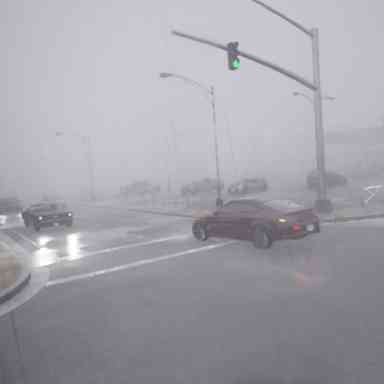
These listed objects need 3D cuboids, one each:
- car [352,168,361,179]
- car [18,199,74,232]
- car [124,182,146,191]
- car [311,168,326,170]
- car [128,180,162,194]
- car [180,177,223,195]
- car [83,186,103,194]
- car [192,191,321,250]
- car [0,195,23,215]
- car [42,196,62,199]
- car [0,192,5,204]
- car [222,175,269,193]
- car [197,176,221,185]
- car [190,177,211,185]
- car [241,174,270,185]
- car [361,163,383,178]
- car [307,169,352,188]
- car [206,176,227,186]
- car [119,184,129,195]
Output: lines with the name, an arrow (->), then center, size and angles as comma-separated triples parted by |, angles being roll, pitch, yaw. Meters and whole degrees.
car -> 23.933, -2.698, 48.525 | 3.806, 1.475, 1.970 | -6, 4, -36
car -> -8.262, 1.331, 18.875 | 1.895, 1.301, 4.718 | -6, 4, -35
car -> -11.270, -1.021, 65.609 | 3.806, 1.475, 1.970 | -6, 4, -36
car -> 17.074, -2.221, 43.556 | 4.605, 1.855, 1.932 | -6, 4, -36
car -> -6.286, -0.714, 46.405 | 3.866, 1.878, 1.905 | -6, 4, -36
car -> 1.178, -0.645, 36.014 | 5.027, 1.636, 2.152 | -6, 4, -36
car -> -19.015, -0.382, 63.721 | 3.633, 1.501, 1.845 | -6, 4, -36
car -> 1.862, 0.885, 10.885 | 1.812, 1.442, 4.674 | -7, 2, -35
car -> -17.233, 1.243, 31.382 | 1.837, 1.490, 4.892 | -6, 4, -35
car -> -14.101, 1.026, 33.170 | 1.895, 1.301, 4.718 | -6, 4, -35
car -> -26.214, 0.856, 44.002 | 1.837, 1.490, 4.892 | -6, 4, -35
car -> 5.187, -0.599, 30.991 | 3.806, 1.475, 1.970 | -6, 4, -36
car -> 3.919, -2.704, 76.328 | 5.027, 1.636, 2.152 | -6, 4, -36
car -> 2.049, -2.689, 78.847 | 4.514, 1.523, 2.007 | -6, 4, -36
car -> 10.402, -2.076, 54.101 | 4.514, 1.523, 2.007 | -6, 4, -36
car -> 25.357, -2.930, 45.454 | 3.866, 1.878, 1.905 | -6, 4, -36
car -> 13.032, -1.151, 32.113 | 4.514, 1.523, 2.007 | -6, 4, -36
car -> 4.613, -2.052, 62.246 | 3.633, 1.501, 1.845 | -6, 4, -36
car -> -8.312, -0.656, 48.528 | 4.605, 1.855, 1.932 | -6, 4, -36
